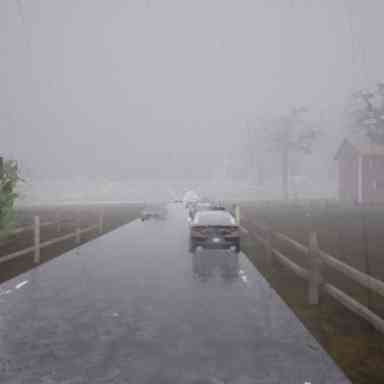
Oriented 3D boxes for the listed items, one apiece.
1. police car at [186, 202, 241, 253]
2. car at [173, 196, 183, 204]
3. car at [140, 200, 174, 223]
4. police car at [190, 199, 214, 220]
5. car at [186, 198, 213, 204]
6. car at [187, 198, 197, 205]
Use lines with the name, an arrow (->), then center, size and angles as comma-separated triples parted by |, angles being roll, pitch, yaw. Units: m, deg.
police car -> 0.823, 1.419, 13.787 | 1.930, 1.638, 5.238 | 0, 0, 0
car -> -2.763, 1.641, 67.270 | 1.882, 1.535, 5.008 | 0, 0, 0
car -> -2.853, 1.586, 26.493 | 2.033, 1.411, 5.357 | 0, 0, 0
police car -> 0.821, 1.481, 29.795 | 1.930, 1.638, 5.238 | 0, 0, 0
car -> 0.820, 1.377, 23.653 | 2.097, 1.767, 4.553 | 0, 0, 0
car -> -0.009, 1.801, 64.719 | 1.895, 1.301, 4.718 | 0, 0, 0
